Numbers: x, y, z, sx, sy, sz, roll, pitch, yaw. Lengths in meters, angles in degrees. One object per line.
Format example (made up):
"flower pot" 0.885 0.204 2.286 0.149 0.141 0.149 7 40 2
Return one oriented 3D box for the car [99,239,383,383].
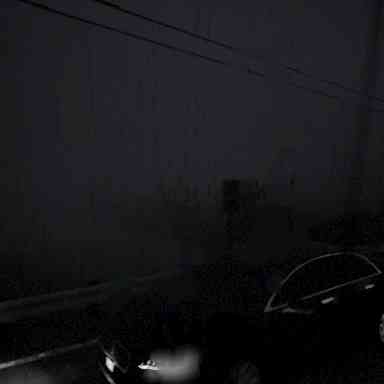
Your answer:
"car" 1.176 1.509 4.733 4.892 1.490 1.837 1 0 -34
